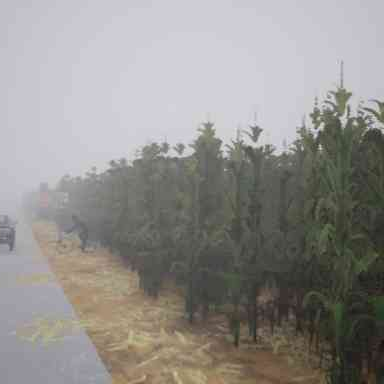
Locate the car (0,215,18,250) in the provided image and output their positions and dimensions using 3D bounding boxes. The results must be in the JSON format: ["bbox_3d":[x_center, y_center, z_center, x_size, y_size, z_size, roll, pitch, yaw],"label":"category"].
[{"bbox_3d":[-9.397,1.806,15.702,2.128,1.511,4.902,3,-2,-28],"label":"car"}]

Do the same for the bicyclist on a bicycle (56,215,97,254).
[{"bbox_3d":[-4.774,1.776,13.874,1.656,1.620,0.582,2,-2,-28],"label":"bicyclist on a bicycle"}]
